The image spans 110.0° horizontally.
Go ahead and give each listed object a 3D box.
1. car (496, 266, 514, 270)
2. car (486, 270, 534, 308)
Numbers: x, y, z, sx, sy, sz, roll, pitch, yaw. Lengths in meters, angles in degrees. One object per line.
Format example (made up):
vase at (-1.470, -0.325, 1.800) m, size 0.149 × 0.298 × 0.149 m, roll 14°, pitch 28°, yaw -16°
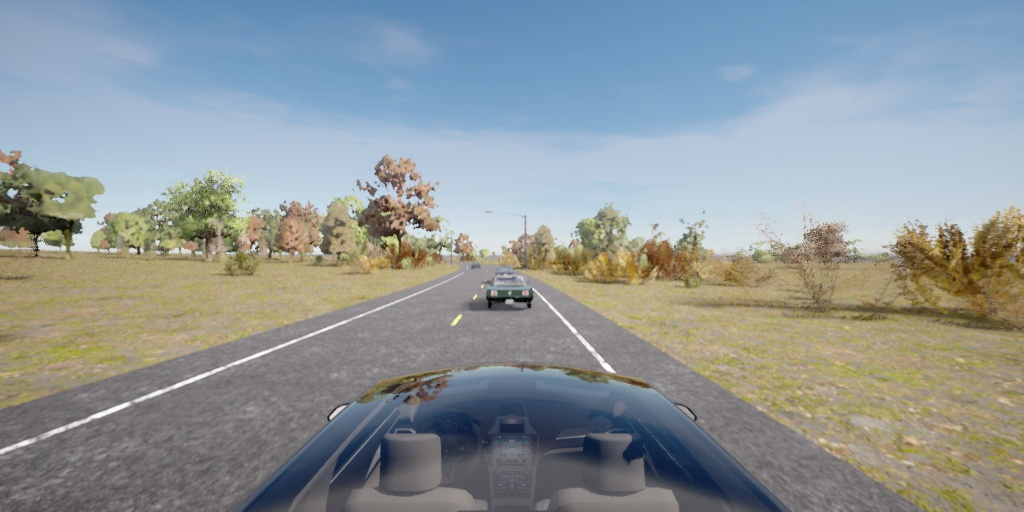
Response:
car at (-0.599, 1.562, 30.929) m, size 2.033 × 1.411 × 5.357 m, roll 0°, pitch 0°, yaw -2°
car at (-0.123, 1.482, 16.014) m, size 1.895 × 1.301 × 4.718 m, roll 0°, pitch 0°, yaw -1°
